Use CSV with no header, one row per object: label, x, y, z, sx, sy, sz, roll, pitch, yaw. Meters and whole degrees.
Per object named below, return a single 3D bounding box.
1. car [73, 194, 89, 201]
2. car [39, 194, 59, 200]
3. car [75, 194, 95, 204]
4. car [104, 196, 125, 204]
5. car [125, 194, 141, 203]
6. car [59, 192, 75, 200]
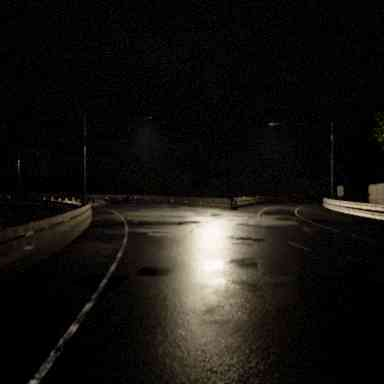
car,-26.430,1.270,79.182,4.181,1.385,1.994,0,0,44
car,-33.118,1.225,75.948,5.008,1.535,1.882,0,0,41
car,-18.684,1.313,58.975,1.812,1.442,4.674,0,0,-35
car,-13.844,1.343,58.021,1.994,1.385,4.181,0,0,-32
car,-11.041,1.116,60.080,2.097,1.767,4.553,0,0,-32
car,-29.750,0.958,77.557,5.566,2.045,2.150,0,0,44
